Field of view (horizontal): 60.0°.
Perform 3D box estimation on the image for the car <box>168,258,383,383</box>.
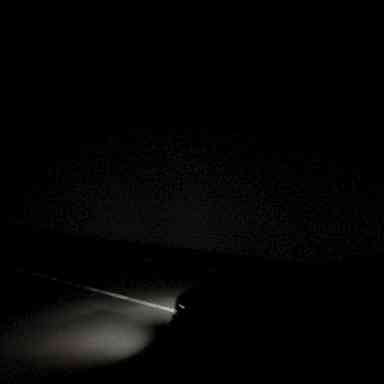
[{"bbox_3d":[1.863,1.527,3.830,4.674,1.442,1.812,0,0,36],"label":"car"}]
